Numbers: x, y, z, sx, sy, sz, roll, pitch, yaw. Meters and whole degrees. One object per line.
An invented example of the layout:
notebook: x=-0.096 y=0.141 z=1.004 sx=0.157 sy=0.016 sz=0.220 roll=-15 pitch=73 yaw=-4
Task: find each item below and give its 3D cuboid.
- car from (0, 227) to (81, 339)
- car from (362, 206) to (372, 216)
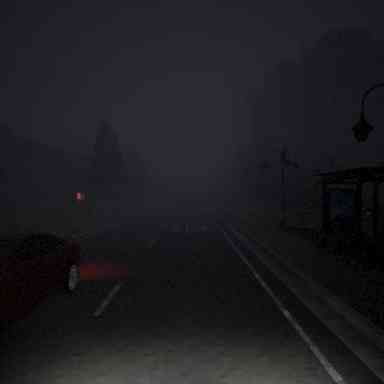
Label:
car: x=-3.588 y=1.473 z=5.975 sx=1.882 sy=1.535 sz=5.008 roll=0 pitch=0 yaw=0
car: x=17.909 y=1.563 z=29.627 sx=4.718 sy=1.301 sz=1.895 roll=0 pitch=0 yaw=0
